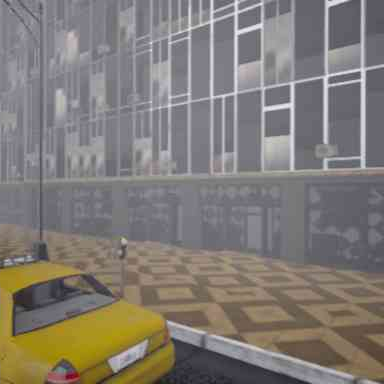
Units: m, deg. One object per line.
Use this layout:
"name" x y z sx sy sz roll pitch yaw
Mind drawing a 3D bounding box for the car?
"car" -2.478 1.515 4.488 4.829 1.417 1.752 0 0 35
